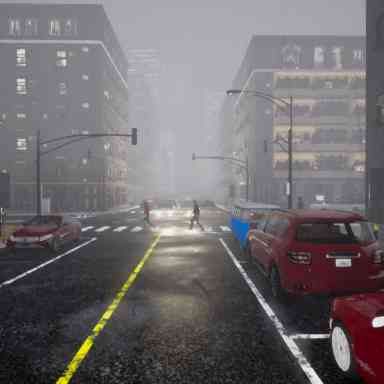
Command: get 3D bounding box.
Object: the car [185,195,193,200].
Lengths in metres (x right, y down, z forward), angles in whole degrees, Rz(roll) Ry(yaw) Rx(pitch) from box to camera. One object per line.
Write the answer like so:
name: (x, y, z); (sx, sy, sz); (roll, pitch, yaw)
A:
car: (-0.715, 1.455, 85.569); (1.895, 1.301, 4.718); (0, 0, 0)

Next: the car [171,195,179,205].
car: (-3.540, 1.571, 54.045); (1.994, 1.385, 4.181); (0, 0, -1)

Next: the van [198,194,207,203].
van: (2.113, 1.356, 68.194); (1.690, 1.788, 3.998); (0, 0, 0)

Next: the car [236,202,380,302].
car: (2.618, 1.314, 8.180); (2.192, 1.841, 5.009); (0, 0, 0)

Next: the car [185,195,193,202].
car: (-0.631, 1.536, 75.533); (1.812, 1.442, 4.674); (0, 0, 0)

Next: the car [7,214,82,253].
car: (-5.807, 1.581, 13.639); (1.802, 1.307, 4.206); (0, 0, 0)

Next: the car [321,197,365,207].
car: (13.373, 1.368, 30.739); (4.718, 1.301, 1.895); (-1, 0, -1)

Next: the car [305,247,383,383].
car: (2.667, 1.544, 2.652); (1.887, 1.381, 4.507); (0, 0, 0)

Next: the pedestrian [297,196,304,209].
pedestrian: (5.894, 1.140, 18.194); (0.375, 1.860, 0.375); (0, 0, 0)

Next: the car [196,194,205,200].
car: (2.161, 1.556, 62.671); (1.887, 1.381, 4.507); (0, 0, 0)

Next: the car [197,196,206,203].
car: (2.069, 1.585, 73.718); (1.947, 1.339, 4.313); (0, 0, 0)

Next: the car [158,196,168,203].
car: (-6.312, 1.563, 73.660); (1.887, 1.381, 4.507); (0, 0, 0)

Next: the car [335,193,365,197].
car: (15.484, 1.031, 33.350); (5.009, 1.841, 2.192); (-1, 1, -1)

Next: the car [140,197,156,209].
car: (-6.080, 1.569, 46.043); (1.947, 1.339, 4.313); (0, 0, 0)

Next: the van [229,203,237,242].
van: (2.572, 1.340, 13.708); (1.690, 1.788, 3.998); (0, 0, 0)

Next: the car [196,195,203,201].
car: (1.927, 1.557, 90.457); (1.752, 1.417, 4.829); (0, 0, 0)

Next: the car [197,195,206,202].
car: (2.255, 1.571, 51.625); (1.947, 1.339, 4.313); (0, 0, 0)

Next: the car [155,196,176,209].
car: (-3.449, 1.603, 43.983); (1.895, 1.301, 4.718); (0, 0, -1)

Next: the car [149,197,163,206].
car: (-6.173, 1.574, 57.090); (1.947, 1.339, 4.313); (0, 0, 0)

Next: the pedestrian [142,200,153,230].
pedestrian: (-2.619, 1.292, 19.424); (0.375, 1.860, 0.375); (0, 0, 0)

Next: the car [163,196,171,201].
car: (-6.405, 1.609, 84.706); (1.802, 1.307, 4.206); (0, 0, 0)

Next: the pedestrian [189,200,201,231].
pedestrian: (0.177, 1.292, 18.845); (0.375, 1.860, 0.375); (0, 0, 0)

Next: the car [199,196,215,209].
car: (2.301, 1.585, 46.101); (1.802, 1.307, 4.206); (0, 0, 0)
